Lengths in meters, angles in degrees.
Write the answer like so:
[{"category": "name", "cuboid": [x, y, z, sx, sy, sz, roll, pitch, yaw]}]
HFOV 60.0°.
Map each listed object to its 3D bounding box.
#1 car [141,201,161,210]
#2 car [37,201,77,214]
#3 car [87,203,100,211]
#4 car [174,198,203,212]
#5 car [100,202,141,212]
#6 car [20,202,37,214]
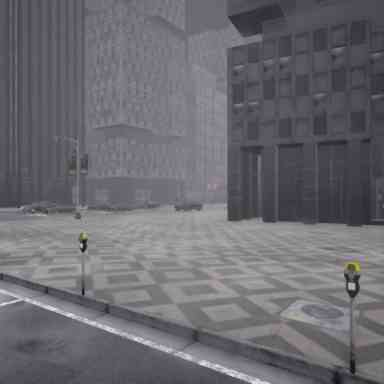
[{"category": "car", "cuboid": [-7.769, 2.356, 59.644, 1.882, 1.535, 5.008, 0, -1, 36]}, {"category": "car", "cuboid": [-16.659, 2.060, 41.763, 1.994, 1.385, 4.181, 0, -1, 35]}, {"category": "car", "cuboid": [-13.780, 2.284, 51.335, 1.895, 1.301, 4.718, 0, -1, 36]}, {"category": "car", "cuboid": [-0.482, 2.055, 52.825, 2.150, 2.045, 5.566, 0, -1, 36]}, {"category": "car", "cuboid": [-10.696, 2.238, 50.060, 2.033, 1.411, 5.357, 0, -1, 36]}, {"category": "car", "cuboid": [-19.644, 1.983, 43.158, 2.128, 1.511, 4.902, 0, -1, 36]}]
